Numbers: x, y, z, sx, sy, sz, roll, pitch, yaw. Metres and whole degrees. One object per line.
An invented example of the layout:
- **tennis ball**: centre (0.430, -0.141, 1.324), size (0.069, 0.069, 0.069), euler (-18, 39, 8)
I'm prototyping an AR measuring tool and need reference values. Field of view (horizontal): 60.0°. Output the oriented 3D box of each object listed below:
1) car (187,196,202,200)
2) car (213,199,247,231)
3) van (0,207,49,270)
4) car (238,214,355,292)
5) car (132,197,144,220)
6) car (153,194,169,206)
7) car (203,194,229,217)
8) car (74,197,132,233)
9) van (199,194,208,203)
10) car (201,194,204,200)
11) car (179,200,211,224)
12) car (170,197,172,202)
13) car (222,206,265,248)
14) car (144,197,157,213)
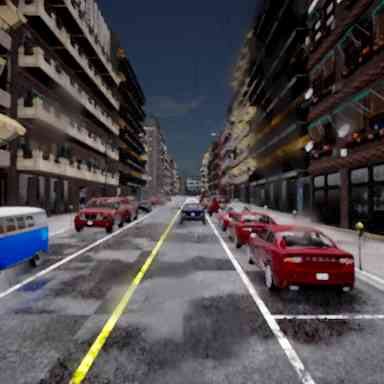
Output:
- **car**: centre (0.022, 1.499, 41.297), size (1.812, 1.442, 4.674), euler (0, 0, 0)
- **car**: centre (2.558, 1.416, 19.846), size (1.967, 1.590, 4.097), euler (1, 0, 0)
- **van**: centre (-5.305, 1.331, 8.830), size (1.690, 1.788, 3.998), euler (1, 0, 0)
- **car**: centre (2.571, 1.531, 8.785), size (1.887, 1.381, 4.507), euler (1, 0, 0)
- **car**: centre (-5.338, 1.292, 25.421), size (2.192, 1.841, 5.009), euler (1, 0, 0)
- **car**: centre (-5.396, 1.301, 53.073), size (2.192, 1.841, 5.009), euler (1, 0, 0)
- **car**: centre (2.496, 1.285, 30.908), size (2.192, 1.841, 5.009), euler (1, 0, 0)
- **car**: centre (-5.327, 1.295, 19.891), size (2.192, 1.841, 5.009), euler (1, 0, 0)
- **van**: centre (2.415, 1.352, 69.629), size (1.690, 1.788, 3.998), euler (1, 0, 0)
- **car**: centre (2.470, 1.412, 41.971), size (1.967, 1.590, 4.097), euler (1, 0, 0)
- **car**: centre (0.055, 1.521, 24.317), size (2.033, 1.411, 5.357), euler (0, 0, 0)
- **car**: centre (-5.448, 1.610, 75.198), size (1.802, 1.307, 4.206), euler (1, 0, 0)
- **car**: centre (2.559, 1.525, 14.315), size (1.887, 1.381, 4.507), euler (1, 0, 0)
- **car**: centre (-5.367, 1.540, 36.483), size (1.947, 1.339, 4.313), euler (1, 0, 0)
